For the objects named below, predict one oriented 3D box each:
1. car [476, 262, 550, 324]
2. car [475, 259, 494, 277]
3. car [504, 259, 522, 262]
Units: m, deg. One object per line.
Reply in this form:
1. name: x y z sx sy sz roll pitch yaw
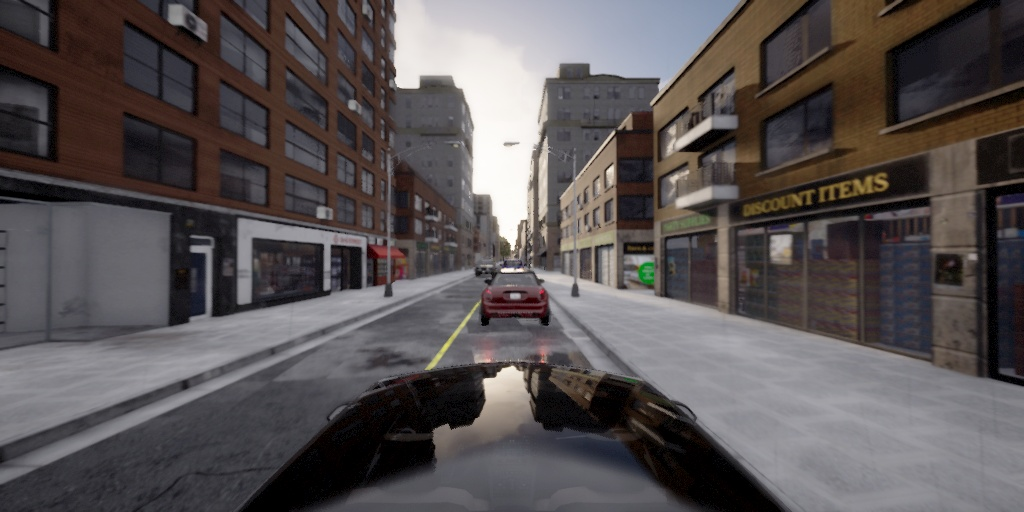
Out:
1. car: 0.095 1.219 12.586 2.097 1.767 4.553 0 -1 0
2. car: -3.088 1.425 42.352 2.150 2.045 5.566 0 -1 0
3. car: 0.091 1.316 32.940 2.150 2.045 5.566 0 -1 0
